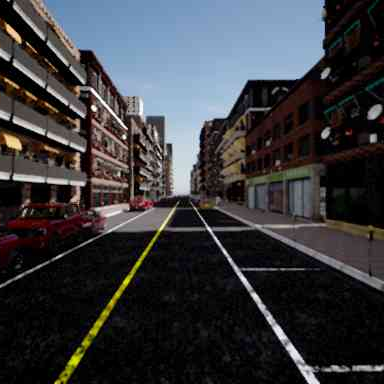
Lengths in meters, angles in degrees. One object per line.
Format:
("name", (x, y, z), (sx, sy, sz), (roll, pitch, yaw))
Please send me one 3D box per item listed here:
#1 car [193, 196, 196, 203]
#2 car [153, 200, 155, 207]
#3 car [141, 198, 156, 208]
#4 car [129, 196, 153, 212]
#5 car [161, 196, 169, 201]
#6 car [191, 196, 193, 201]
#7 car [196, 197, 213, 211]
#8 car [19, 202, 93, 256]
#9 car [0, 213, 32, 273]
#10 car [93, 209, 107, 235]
("car", (1.519, 1.688, 53.262), (1.887, 1.381, 4.507), (0, 0, -1))
("car", (-6.733, 1.601, 47.443), (1.967, 1.590, 4.097), (0, 0, -1))
("car", (-6.859, 1.721, 53.079), (1.887, 1.381, 4.507), (0, 0, -1))
("car", (-6.606, 1.460, 41.809), (2.192, 1.841, 5.009), (0, 0, -1))
("car", (-7.745, 1.834, 92.521), (2.008, 1.369, 4.403), (0, 0, -1))
("car", (1.013, 1.756, 75.801), (2.008, 1.369, 4.403), (0, 0, -1))
("car", (1.768, 1.638, 42.163), (1.752, 1.417, 4.829), (0, 0, -1))
("car", (-5.974, 1.379, 13.635), (2.192, 1.841, 5.009), (0, 0, -1))
("car", (-5.848, 1.487, 7.999), (1.967, 1.590, 4.097), (0, 0, -1))
("car", (-6.101, 1.662, 19.269), (1.802, 1.307, 4.206), (0, 0, -1))
